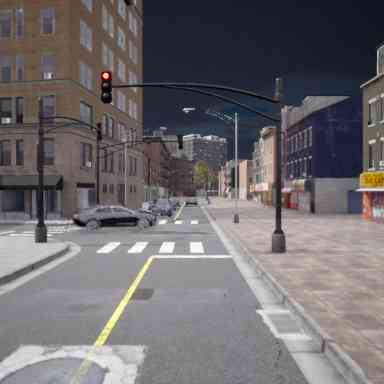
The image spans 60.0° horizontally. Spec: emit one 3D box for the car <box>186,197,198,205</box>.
[{"bbox_3d":[-0.056,1.578,57.023,1.994,1.385,4.181,0,0,0],"label":"car"}]

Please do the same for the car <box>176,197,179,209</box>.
[{"bbox_3d":[-2.890,1.512,41.416,1.837,1.490,4.892,0,0,0],"label":"car"}]

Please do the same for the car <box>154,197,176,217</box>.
[{"bbox_3d":[-2.880,1.355,31.197,2.097,1.767,4.553,0,0,0],"label":"car"}]

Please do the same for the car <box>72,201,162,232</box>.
[{"bbox_3d":[-4.577,1.506,19.859,4.902,1.511,2.128,0,0,-21],"label":"car"}]
